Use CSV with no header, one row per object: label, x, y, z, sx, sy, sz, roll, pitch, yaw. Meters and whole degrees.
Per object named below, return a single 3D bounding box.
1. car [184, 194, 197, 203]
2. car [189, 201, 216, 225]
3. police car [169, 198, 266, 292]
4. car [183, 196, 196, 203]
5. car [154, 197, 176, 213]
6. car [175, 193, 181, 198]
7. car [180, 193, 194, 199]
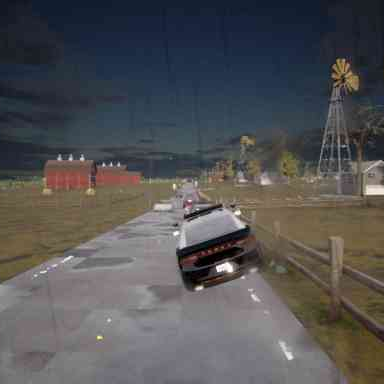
car,-0.269,1.209,60.581,2.128,1.511,4.902,0,1,0
car,0.714,1.471,25.149,1.837,1.490,4.892,0,0,0
police car,0.529,1.199,9.227,1.930,1.638,5.238,-18,3,0
car,0.667,1.308,19.108,2.097,1.767,4.553,-1,0,0
car,-3.009,1.544,36.174,1.895,1.301,4.718,0,0,0
car,-3.096,0.911,77.546,2.033,1.411,5.357,0,1,0
car,-0.195,1.237,47.063,2.097,1.767,4.553,0,0,0
